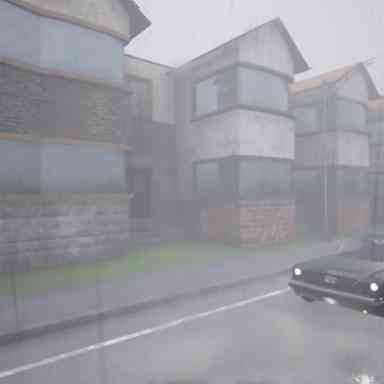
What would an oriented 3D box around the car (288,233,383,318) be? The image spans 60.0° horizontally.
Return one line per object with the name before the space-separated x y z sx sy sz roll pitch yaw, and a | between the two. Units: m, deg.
car | 4.217 1.654 7.353 4.718 1.301 1.895 0 -1 -38
